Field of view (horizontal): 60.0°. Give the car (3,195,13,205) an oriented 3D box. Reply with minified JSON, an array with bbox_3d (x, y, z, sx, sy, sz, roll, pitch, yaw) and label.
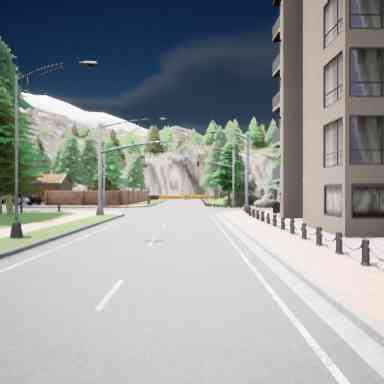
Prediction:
[{"bbox_3d":[-27.524,1.121,50.799,1.905,1.878,3.866,0,0,-1],"label":"car"}]

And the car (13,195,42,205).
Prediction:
[{"bbox_3d":[-25.019,1.119,51.246,1.932,1.855,4.605,0,0,-1],"label":"car"}]
